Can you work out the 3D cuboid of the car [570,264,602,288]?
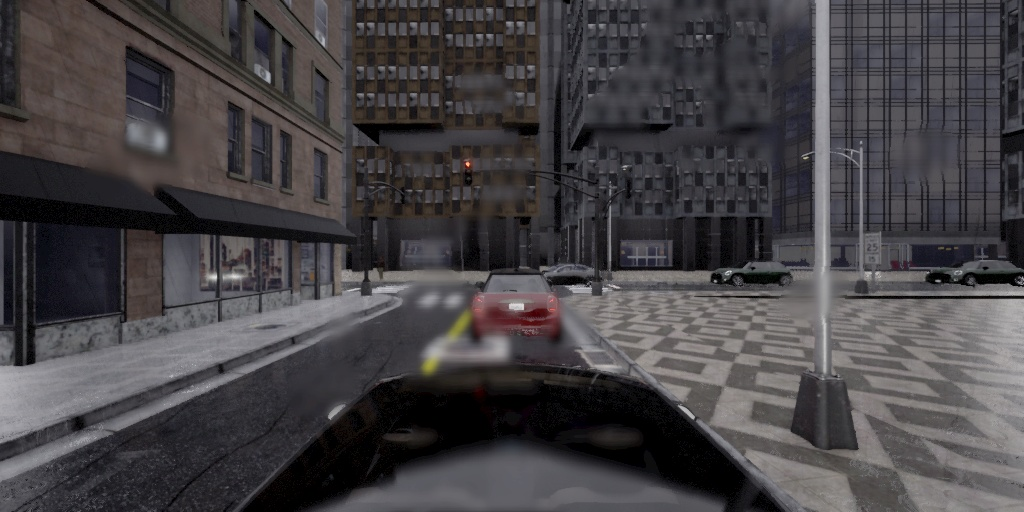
[{"bbox_3d":[3.239,1.233,22.521,4.902,1.511,2.128,0,0,-17],"label":"car"}]

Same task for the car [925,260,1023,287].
[{"bbox_3d":[30.134,1.059,23.450,4.553,1.767,2.097,0,0,1],"label":"car"}]

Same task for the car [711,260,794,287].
[{"bbox_3d":[15.668,1.079,23.615,4.553,1.767,2.097,0,0,1],"label":"car"}]

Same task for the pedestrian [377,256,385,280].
[{"bbox_3d":[-9.832,0.903,26.936,0.375,1.860,0.375,0,0,1],"label":"pedestrian"}]

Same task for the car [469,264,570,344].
[{"bbox_3d":[0.071,1.102,9.751,2.097,1.767,4.553,0,0,-1],"label":"car"}]
